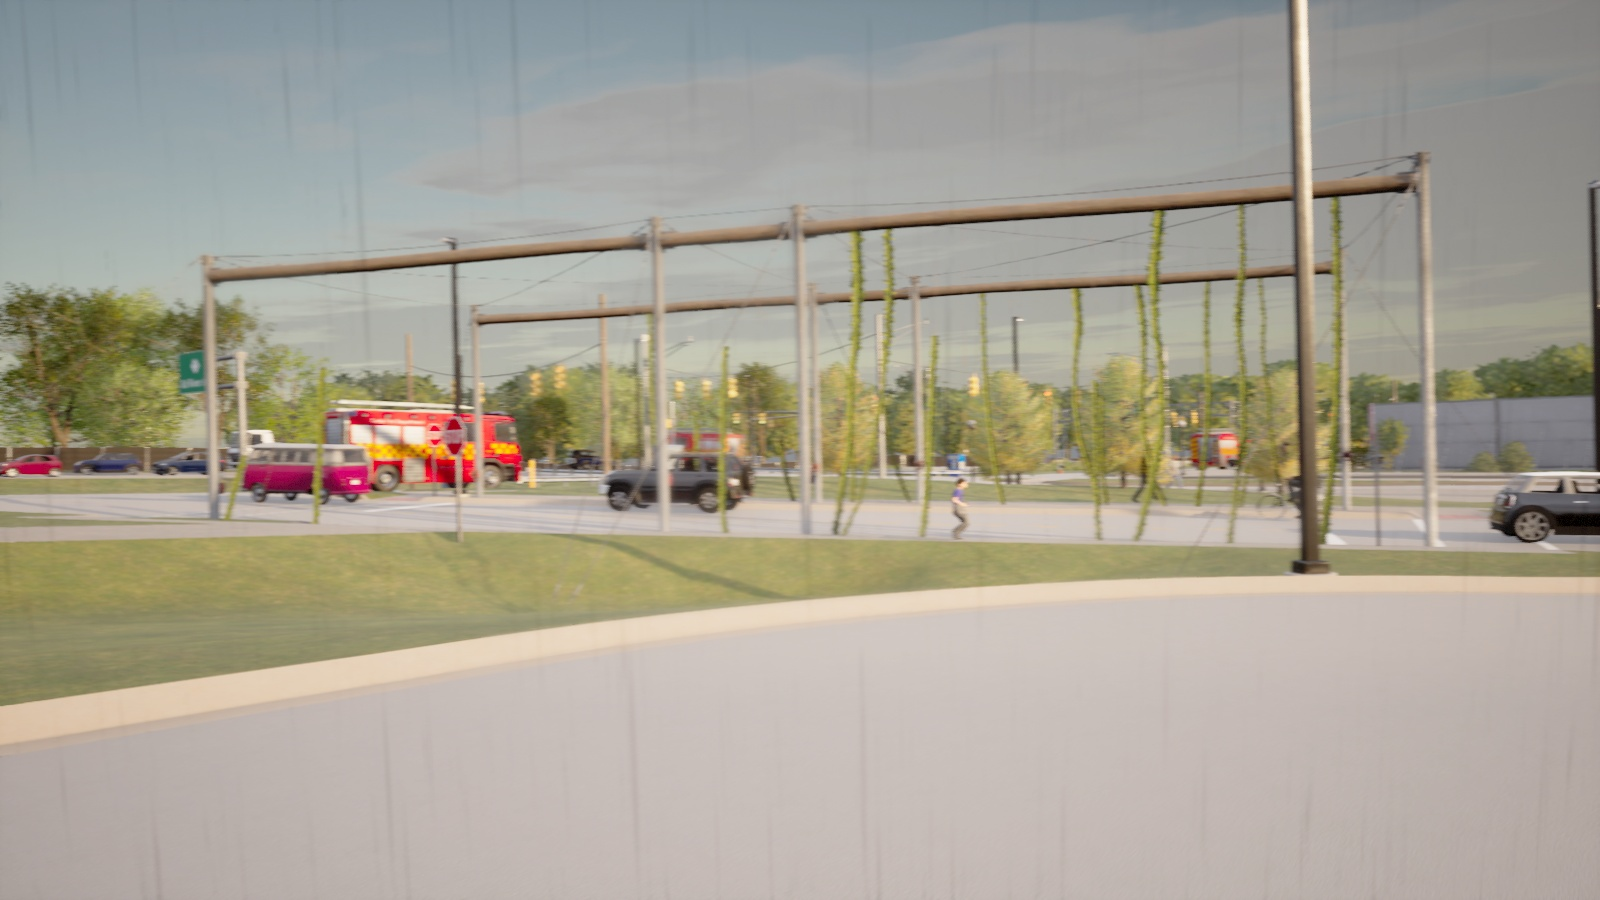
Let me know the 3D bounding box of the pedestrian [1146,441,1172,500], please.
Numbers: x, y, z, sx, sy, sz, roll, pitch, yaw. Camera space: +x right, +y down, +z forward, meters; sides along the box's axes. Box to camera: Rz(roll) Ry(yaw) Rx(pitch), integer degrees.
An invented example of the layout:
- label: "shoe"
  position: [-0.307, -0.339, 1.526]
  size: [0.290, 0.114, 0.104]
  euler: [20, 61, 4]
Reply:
- label: "pedestrian"
  position: [11.309, 0.643, 39.600]
  size: [0.726, 1.835, 0.370]
  euler: [-2, 0, 14]

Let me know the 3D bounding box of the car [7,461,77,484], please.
- label: "car"
  position: [-50.491, 1.502, 83.707]
  size: [1.845, 1.501, 3.633]
  euler: [-2, -1, 43]

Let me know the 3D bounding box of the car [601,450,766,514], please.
- label: "car"
  position: [-3.524, 0.969, 38.262]
  size: [4.605, 1.855, 1.932]
  euler: [-1, 1, 16]

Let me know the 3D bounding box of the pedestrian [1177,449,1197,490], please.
- label: "pedestrian"
  position: [17.539, 0.869, 56.890]
  size: [0.706, 1.836, 0.354]
  euler: [-2, 0, 45]

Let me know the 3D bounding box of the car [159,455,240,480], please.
- label: "car"
  position: [-41.957, 1.223, 87.802]
  size: [2.242, 1.667, 4.611]
  euler: [-2, -1, 43]

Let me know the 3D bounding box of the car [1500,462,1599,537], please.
- label: "car"
  position: [17.091, 1.016, 26.452]
  size: [3.806, 1.475, 1.970]
  euler: [-1, 1, 19]

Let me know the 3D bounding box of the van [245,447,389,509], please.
- label: "van"
  position: [-16.260, 0.904, 42.287]
  size: [4.442, 1.987, 1.775]
  euler: [0, 1, 20]

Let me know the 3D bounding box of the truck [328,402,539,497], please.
- label: "truck"
  position: [-15.730, 0.023, 54.501]
  size: [2.891, 3.827, 8.468]
  euler: [-2, -2, 42]

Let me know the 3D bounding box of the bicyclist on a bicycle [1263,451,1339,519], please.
- label: "bicyclist on a bicycle"
  position: [13.281, 0.913, 33.320]
  size: [1.843, 1.776, 0.659]
  euler: [0, 1, 19]

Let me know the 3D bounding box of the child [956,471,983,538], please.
- label: "child"
  position: [3.246, 1.036, 23.986]
  size: [0.437, 1.263, 0.270]
  euler: [-2, 0, 15]
